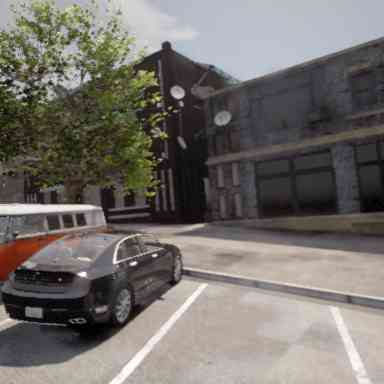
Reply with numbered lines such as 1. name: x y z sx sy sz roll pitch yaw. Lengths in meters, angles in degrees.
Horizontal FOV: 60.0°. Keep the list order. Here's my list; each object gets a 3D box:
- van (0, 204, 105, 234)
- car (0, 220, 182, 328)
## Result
1. van: -4.121 1.344 8.869 1.878 1.987 4.442 0 -1 16
2. car: -1.647 1.542 7.204 2.231 1.521 4.892 -1 -1 16
